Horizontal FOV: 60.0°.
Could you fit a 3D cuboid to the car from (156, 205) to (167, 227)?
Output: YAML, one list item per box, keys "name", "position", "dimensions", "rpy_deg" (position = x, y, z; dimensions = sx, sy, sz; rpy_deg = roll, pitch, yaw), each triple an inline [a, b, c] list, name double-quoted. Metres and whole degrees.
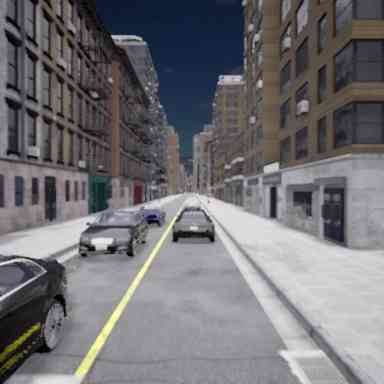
- name: "car"
  position: [-2.834, 1.573, 22.817]
  dimensions: [1.895, 1.301, 4.718]
  rpy_deg: [0, 0, 0]

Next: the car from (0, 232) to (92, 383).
- name: "car"
  position: [-2.850, 1.490, 3.343]
  dimensions: [2.128, 1.511, 4.902]
  rpy_deg: [0, 0, 0]

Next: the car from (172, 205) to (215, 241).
- name: "car"
  position: [0.079, 1.543, 16.547]
  dimensions: [1.994, 1.385, 4.181]
  rpy_deg: [0, 0, 0]

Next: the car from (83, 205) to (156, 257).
- name: "car"
  position: [-2.857, 1.477, 12.935]
  dimensions: [2.128, 1.511, 4.902]
  rpy_deg: [0, 0, 0]

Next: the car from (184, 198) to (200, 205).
- name: "car"
  position: [0.046, 1.464, 42.685]
  dimensions: [1.812, 1.442, 4.674]
  rpy_deg: [0, 0, 0]
